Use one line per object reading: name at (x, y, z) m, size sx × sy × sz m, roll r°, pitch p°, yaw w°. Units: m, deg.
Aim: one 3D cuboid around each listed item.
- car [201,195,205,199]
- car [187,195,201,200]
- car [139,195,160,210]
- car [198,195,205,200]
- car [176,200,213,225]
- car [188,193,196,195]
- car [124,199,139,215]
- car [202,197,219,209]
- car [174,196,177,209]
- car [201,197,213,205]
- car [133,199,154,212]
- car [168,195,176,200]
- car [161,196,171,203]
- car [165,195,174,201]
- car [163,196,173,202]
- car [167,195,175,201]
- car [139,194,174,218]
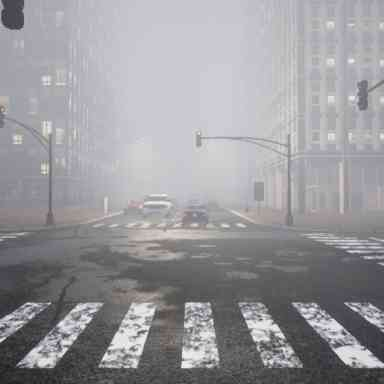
car at (2.706, 1.547, 56.270) m, size 1.752 × 1.417 × 4.829 m, roll 1°, pitch 0°, yaw 0°
car at (0.100, 1.585, 54.830) m, size 1.994 × 1.385 × 4.181 m, roll 0°, pitch 0°, yaw 0°
car at (-5.671, 1.332, 44.882) m, size 2.192 × 1.841 × 5.009 m, roll 1°, pitch 0°, yaw 0°
car at (2.706, 1.584, 95.140) m, size 1.887 × 1.381 × 4.507 m, roll 1°, pitch 0°, yaw 0°
car at (0.265, 1.556, 24.161) m, size 2.033 × 1.411 × 5.357 m, roll 0°, pitch 0°, yaw 3°
car at (0.078, 1.250, 70.837) m, size 2.150 × 2.045 × 5.566 m, roll 0°, pitch 0°, yaw 0°
car at (-5.674, 1.453, 33.732) m, size 1.967 × 1.590 × 4.097 m, roll 1°, pitch 0°, yaw 0°
car at (2.703, 1.599, 44.944) m, size 1.802 × 1.307 × 4.206 m, roll 1°, pitch 0°, yaw 0°
car at (-3.097, 1.541, 40.219) m, size 1.812 × 1.442 × 4.674 m, roll 0°, pitch 0°, yaw 0°
car at (2.705, 1.590, 61.677) m, size 1.947 × 1.339 × 4.313 m, roll 1°, pitch 0°, yaw 0°
car at (-5.677, 1.597, 39.307) m, size 1.802 × 1.307 × 4.206 m, roll 1°, pitch 0°, yaw 0°
car at (-5.675, 1.605, 95.059) m, size 1.947 × 1.339 × 4.313 m, roll 1°, pitch 0°, yaw 0°
car at (-5.675, 1.573, 72.758) m, size 1.887 × 1.381 × 4.507 m, roll 1°, pitch 0°, yaw 0°
car at (-5.675, 1.578, 83.908) m, size 1.887 × 1.381 × 4.507 m, roll 1°, pitch 0°, yaw 0°
car at (-5.675, 1.582, 78.333) m, size 2.008 × 1.369 × 4.403 m, roll 1°, pitch 0°, yaw 0°
car at (-5.675, 1.587, 89.483) m, size 2.008 × 1.369 × 4.403 m, roll 1°, pitch 0°, yaw 0°
car at (-3.097, 1.233, 30.297) m, size 2.150 × 2.045 × 5.566 m, roll 0°, pitch 0°, yaw 0°
